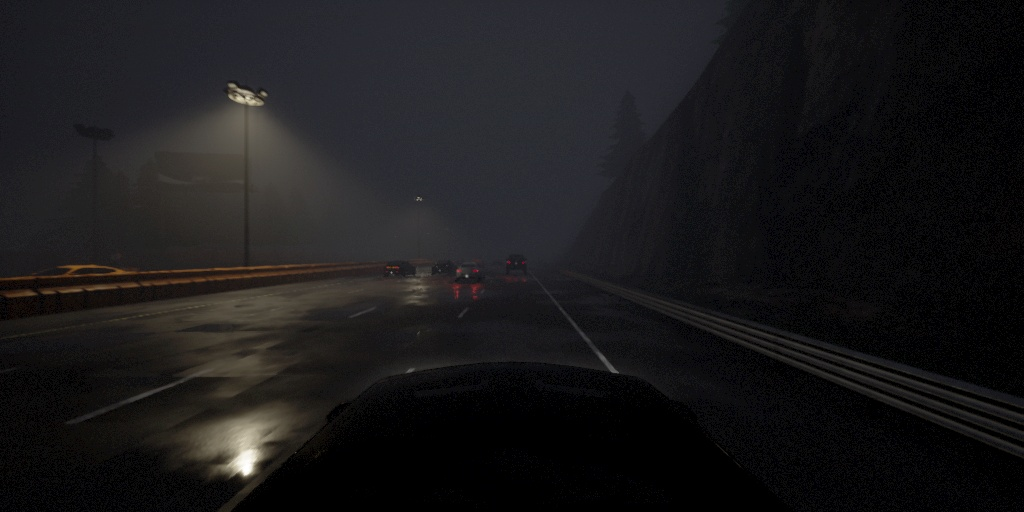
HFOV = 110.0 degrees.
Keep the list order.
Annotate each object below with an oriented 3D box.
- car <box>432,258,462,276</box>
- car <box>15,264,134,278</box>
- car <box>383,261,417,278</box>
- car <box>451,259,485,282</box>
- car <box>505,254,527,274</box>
[{"bbox_3d":[-6.584,1.143,35.309,2.128,1.511,4.902,0,0,1],"label":"car"},{"bbox_3d":[-20.893,1.184,17.036,1.882,1.535,5.008,0,0,1],"label":"car"},{"bbox_3d":[-10.115,1.163,32.615,1.837,1.490,4.892,0,0,1],"label":"car"},{"bbox_3d":[-3.174,1.201,27.682,1.812,1.442,4.674,0,0,1],"label":"car"},{"bbox_3d":[0.468,0.861,39.184,2.150,2.045,5.566,0,0,1],"label":"car"}]
